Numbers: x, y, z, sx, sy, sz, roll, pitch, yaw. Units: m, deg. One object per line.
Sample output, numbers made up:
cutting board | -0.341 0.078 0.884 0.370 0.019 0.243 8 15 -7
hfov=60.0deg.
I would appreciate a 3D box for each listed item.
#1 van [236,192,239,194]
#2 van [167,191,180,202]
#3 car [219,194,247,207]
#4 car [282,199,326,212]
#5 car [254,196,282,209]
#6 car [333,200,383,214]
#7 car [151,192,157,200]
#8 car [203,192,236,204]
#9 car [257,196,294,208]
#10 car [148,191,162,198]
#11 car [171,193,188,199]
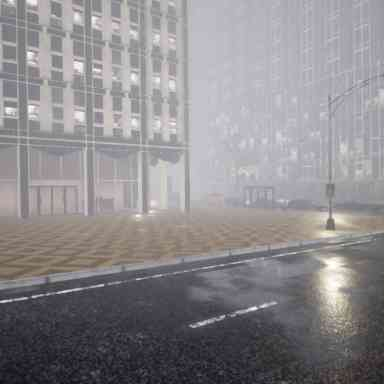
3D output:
van | 6.719 0.853 59.922 1.690 1.788 3.998 -1 1 -34
van | -3.406 0.935 59.902 1.690 1.788 3.998 0 1 -34
car | 6.150 1.318 45.786 1.947 1.339 4.313 -1 1 -34
car | 12.489 1.422 36.348 1.947 1.339 4.313 -1 1 -34
car | 9.302 1.386 41.057 1.802 1.307 4.206 -1 1 -34
car | 17.203 1.453 34.246 1.895 1.301 4.718 -1 1 -34
car | -9.808 1.038 69.298 2.008 1.369 4.403 0 1 -34
car | 4.365 0.998 53.105 2.097 1.767 4.553 -1 1 -34
car | 10.835 1.275 43.592 1.812 1.442 4.674 -1 1 -34
car | -9.284 0.684 83.407 1.967 1.590 4.097 0 1 -34
car | -2.882 0.934 74.016 1.802 1.307 4.206 0 1 -34
